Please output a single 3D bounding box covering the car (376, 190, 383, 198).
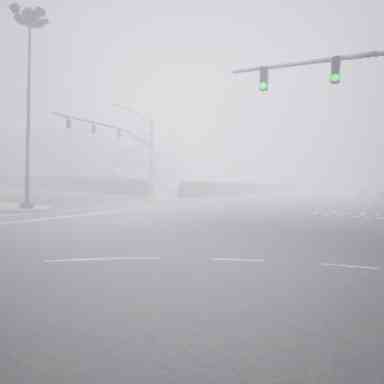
[{"bbox_3d":[35.538,0.444,62.061,1.837,1.490,4.892,3,2,29],"label":"car"}]

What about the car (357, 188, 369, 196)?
[{"bbox_3d":[36.734,0.001,71.350,2.097,1.767,4.553,3,2,29],"label":"car"}]

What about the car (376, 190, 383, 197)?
[{"bbox_3d":[40.106,0.343,70.235,2.033,1.411,5.357,3,2,29],"label":"car"}]
